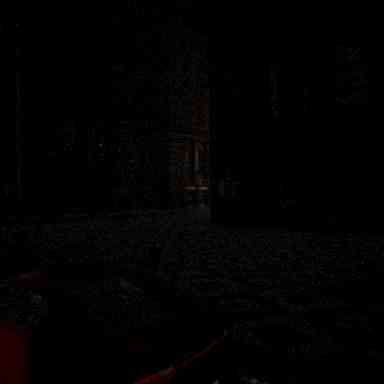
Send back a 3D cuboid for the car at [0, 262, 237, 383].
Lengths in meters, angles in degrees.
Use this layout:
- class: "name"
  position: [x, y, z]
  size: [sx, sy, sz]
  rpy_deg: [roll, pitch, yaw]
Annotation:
- class: "car"
  position: [-1.642, 1.576, 4.156]
  size: [4.507, 1.381, 1.887]
  rpy_deg: [-1, -1, 36]
